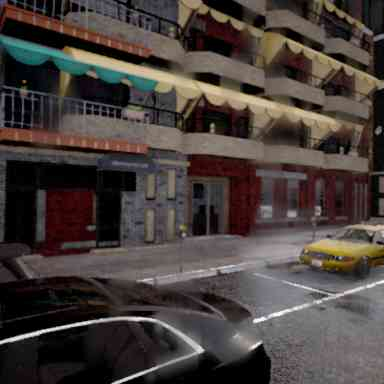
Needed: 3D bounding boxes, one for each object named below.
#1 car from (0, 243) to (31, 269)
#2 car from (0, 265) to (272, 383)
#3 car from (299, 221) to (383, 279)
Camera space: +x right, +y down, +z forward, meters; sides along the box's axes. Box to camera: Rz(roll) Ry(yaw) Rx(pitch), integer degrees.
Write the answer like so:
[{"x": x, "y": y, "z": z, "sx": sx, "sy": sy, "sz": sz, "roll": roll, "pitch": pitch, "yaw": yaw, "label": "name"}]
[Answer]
[{"x": -3.750, "y": 1.437, "z": 3.866, "sx": 4.097, "sy": 1.590, "sz": 1.967, "roll": 1, "pitch": 0, "yaw": -35, "label": "car"}, {"x": -1.552, "y": 1.506, "z": 2.270, "sx": 4.892, "sy": 1.490, "sz": 1.837, "roll": 1, "pitch": 0, "yaw": -35, "label": "car"}, {"x": 5.317, "y": 1.615, "z": 10.327, "sx": 4.829, "sy": 1.417, "sz": 1.752, "roll": 1, "pitch": 0, "yaw": -35, "label": "car"}]
